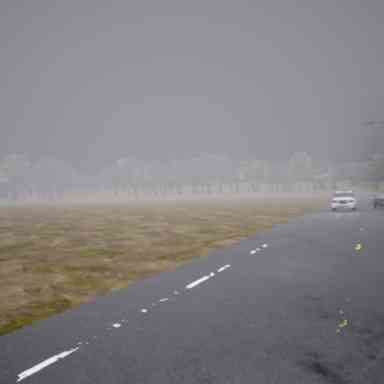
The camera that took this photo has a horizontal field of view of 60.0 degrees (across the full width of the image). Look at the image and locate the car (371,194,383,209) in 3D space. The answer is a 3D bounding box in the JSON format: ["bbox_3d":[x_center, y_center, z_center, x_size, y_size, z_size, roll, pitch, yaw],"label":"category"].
[{"bbox_3d":[21.091,0.976,36.737,1.882,1.535,5.008,-2,0,28],"label":"car"}]

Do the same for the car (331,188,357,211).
[{"bbox_3d":[16.045,0.901,35.066,2.150,2.045,5.566,-2,0,28],"label":"car"}]

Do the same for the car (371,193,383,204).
[{"bbox_3d":[26.894,0.927,47.911,1.895,1.301,4.718,-2,0,28],"label":"car"}]
